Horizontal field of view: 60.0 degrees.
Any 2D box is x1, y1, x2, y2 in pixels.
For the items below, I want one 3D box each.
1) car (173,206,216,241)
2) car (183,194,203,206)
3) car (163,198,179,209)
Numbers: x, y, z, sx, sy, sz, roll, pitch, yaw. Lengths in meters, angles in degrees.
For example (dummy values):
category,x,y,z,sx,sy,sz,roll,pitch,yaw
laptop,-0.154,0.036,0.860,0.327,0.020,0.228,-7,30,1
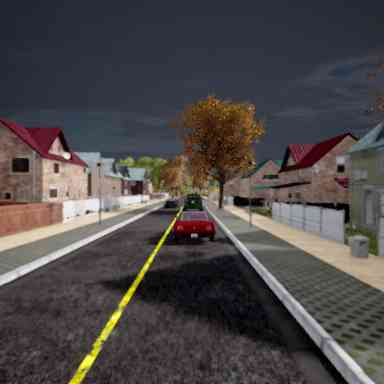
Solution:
category,x,y,z,sx,sy,sz,roll,pitch,yaw
car,0.102,1.596,16.558,1.895,1.301,4.718,0,0,0
car,0.104,1.207,38.444,2.150,2.045,5.566,0,0,0
car,-2.789,1.546,45.408,1.994,1.385,4.181,0,0,1
